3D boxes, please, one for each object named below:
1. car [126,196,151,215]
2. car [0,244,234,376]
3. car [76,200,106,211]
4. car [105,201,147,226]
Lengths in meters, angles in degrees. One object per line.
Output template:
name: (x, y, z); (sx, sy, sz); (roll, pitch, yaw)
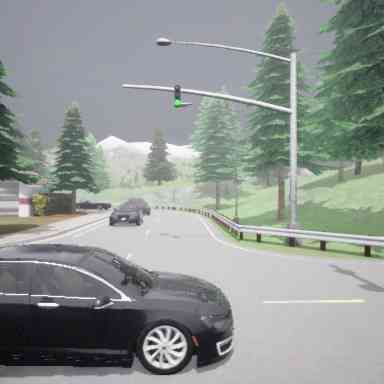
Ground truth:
car: (-5.562, 1.339, 33.133); (2.097, 1.767, 4.553); (0, 0, -20)
car: (-1.834, 1.577, 4.896); (4.892, 1.490, 1.837); (1, 0, -2)
car: (-12.298, 1.590, 40.731); (4.718, 1.301, 1.895); (0, 0, 13)
car: (-4.521, 1.554, 23.362); (1.994, 1.385, 4.181); (0, 0, -3)
